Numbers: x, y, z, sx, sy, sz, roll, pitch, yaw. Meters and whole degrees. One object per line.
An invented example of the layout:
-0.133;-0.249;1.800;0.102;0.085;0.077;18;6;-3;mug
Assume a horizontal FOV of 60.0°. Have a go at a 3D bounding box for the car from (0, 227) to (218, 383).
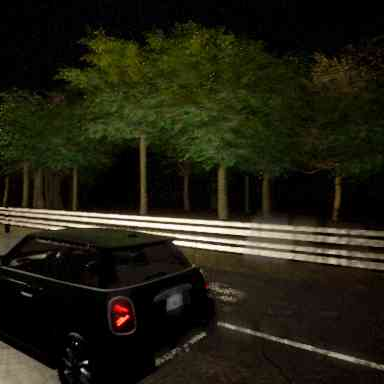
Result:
-1.918;1.354;5.295;4.553;1.767;2.097;0;0;36;car
